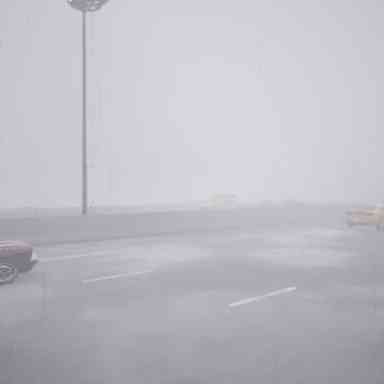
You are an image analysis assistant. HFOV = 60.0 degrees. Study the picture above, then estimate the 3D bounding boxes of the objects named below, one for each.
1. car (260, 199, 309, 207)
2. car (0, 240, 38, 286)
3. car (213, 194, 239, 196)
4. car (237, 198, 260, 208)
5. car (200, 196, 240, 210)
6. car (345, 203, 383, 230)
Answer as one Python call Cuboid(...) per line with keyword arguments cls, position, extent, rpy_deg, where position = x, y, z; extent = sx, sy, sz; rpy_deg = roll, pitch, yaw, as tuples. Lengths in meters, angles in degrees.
Cuboid(cls="car", position=(9.378, 1.465, 32.263), extent=(4.902, 1.511, 2.128), rpy_deg=(0, 0, -36))
Cuboid(cls="car", position=(-6.288, 1.623, 7.845), extent=(4.718, 1.301, 1.895), rpy_deg=(0, 0, -36))
Cuboid(cls="car", position=(3.602, 1.209, 41.035), extent=(5.566, 2.045, 2.150), rpy_deg=(0, 0, -36))
Cuboid(cls="car", position=(7.760, 1.546, 35.403), extent=(5.357, 1.411, 2.033), rpy_deg=(0, 0, -36))
Cuboid(cls="car", position=(3.260, 1.470, 36.502), extent=(5.008, 1.535, 1.882), rpy_deg=(0, 0, -35))
Cuboid(cls="car", position=(11.540, 1.442, 20.734), extent=(5.008, 1.535, 1.882), rpy_deg=(0, 0, -36))
